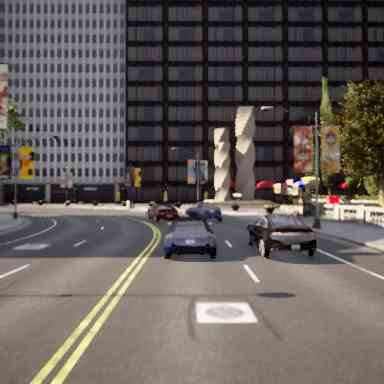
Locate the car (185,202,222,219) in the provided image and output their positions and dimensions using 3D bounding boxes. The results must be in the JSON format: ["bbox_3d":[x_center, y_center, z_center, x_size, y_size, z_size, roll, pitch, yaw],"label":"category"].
[{"bbox_3d":[0.938,1.678,29.626,2.097,1.767,4.553,0,-1,-20],"label":"car"}]

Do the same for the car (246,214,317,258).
[{"bbox_3d":[3.418,1.643,13.490,2.128,1.511,4.902,0,0,-1],"label":"car"}]

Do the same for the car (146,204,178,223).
[{"bbox_3d":[-2.704,1.801,29.382,1.882,1.535,5.008,0,0,-21],"label":"car"}]

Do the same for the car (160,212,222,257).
[{"bbox_3d":[-0.083,1.715,13.563,1.994,1.385,4.181,0,-1,-1],"label":"car"}]
